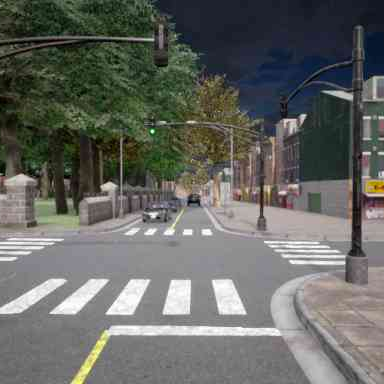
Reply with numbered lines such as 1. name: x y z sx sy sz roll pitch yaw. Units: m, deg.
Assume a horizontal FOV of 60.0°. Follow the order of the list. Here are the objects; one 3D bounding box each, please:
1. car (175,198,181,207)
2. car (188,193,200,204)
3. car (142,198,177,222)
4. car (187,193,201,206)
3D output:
1. car: -2.638 1.572 37.750 2.033 1.411 5.357 0 0 0
2. car: 0.367 1.312 65.906 2.150 2.045 5.566 0 0 0
3. car: -2.686 1.503 26.221 2.128 1.511 4.902 0 0 2
4. car: 0.309 1.283 55.485 2.150 2.045 5.566 0 0 0
